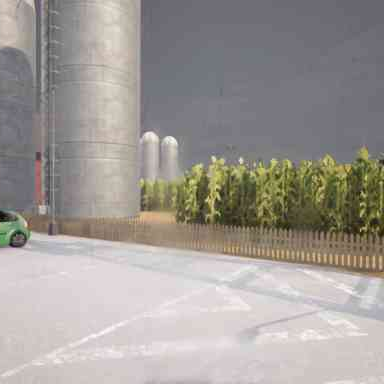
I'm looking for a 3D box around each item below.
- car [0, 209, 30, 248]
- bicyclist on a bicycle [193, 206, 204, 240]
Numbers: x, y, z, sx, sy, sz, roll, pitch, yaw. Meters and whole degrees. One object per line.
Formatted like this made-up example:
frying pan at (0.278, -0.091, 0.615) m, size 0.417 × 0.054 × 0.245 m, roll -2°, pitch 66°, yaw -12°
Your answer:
car at (-8.503, 1.483, 12.789) m, size 1.851 × 1.617 × 3.988 m, roll 0°, pitch 0°, yaw 34°
bicyclist on a bicycle at (0.508, 1.515, 15.911) m, size 0.582 × 1.620 × 1.656 m, roll -1°, pitch 4°, yaw -40°
